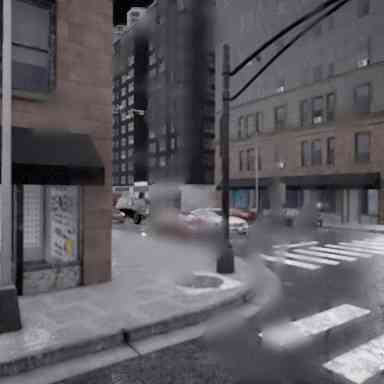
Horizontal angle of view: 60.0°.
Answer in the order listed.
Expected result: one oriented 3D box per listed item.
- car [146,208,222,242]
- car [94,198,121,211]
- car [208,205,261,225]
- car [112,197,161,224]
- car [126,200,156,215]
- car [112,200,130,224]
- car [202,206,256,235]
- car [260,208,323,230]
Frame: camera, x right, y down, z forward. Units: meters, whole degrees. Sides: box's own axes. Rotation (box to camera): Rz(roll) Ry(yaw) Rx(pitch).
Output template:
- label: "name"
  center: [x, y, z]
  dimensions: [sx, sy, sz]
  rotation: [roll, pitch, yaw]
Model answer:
- label: "car"
  center: [-0.487, 1.705, 17.214]
  dimensions: [1.802, 1.307, 4.206]
  rotation: [0, 0, -35]
- label: "car"
  center: [-12.551, 1.816, 49.299]
  dimensions: [2.192, 1.841, 5.009]
  rotation: [0, 0, -35]
- label: "car"
  center: [3.310, 1.802, 26.654]
  dimensions: [1.802, 1.307, 4.206]
  rotation: [0, 0, -35]
- label: "car"
  center: [-4.457, 1.463, 27.376]
  dimensions: [2.150, 2.045, 5.566]
  rotation: [0, -1, -35]
- label: "car"
  center: [-6.207, 1.828, 40.241]
  dimensions: [1.967, 1.590, 4.097]
  rotation: [0, 0, -35]
- label: "car"
  center: [-6.833, 1.674, 26.274]
  dimensions: [1.967, 1.590, 4.097]
  rotation: [0, 0, -35]
- label: "car"
  center: [1.229, 1.668, 19.243]
  dimensions: [1.812, 1.442, 4.674]
  rotation: [0, -1, -34]
- label: "car"
  center: [6.481, 1.715, 22.126]
  dimensions: [2.008, 1.369, 4.403]
  rotation: [0, 0, -35]
